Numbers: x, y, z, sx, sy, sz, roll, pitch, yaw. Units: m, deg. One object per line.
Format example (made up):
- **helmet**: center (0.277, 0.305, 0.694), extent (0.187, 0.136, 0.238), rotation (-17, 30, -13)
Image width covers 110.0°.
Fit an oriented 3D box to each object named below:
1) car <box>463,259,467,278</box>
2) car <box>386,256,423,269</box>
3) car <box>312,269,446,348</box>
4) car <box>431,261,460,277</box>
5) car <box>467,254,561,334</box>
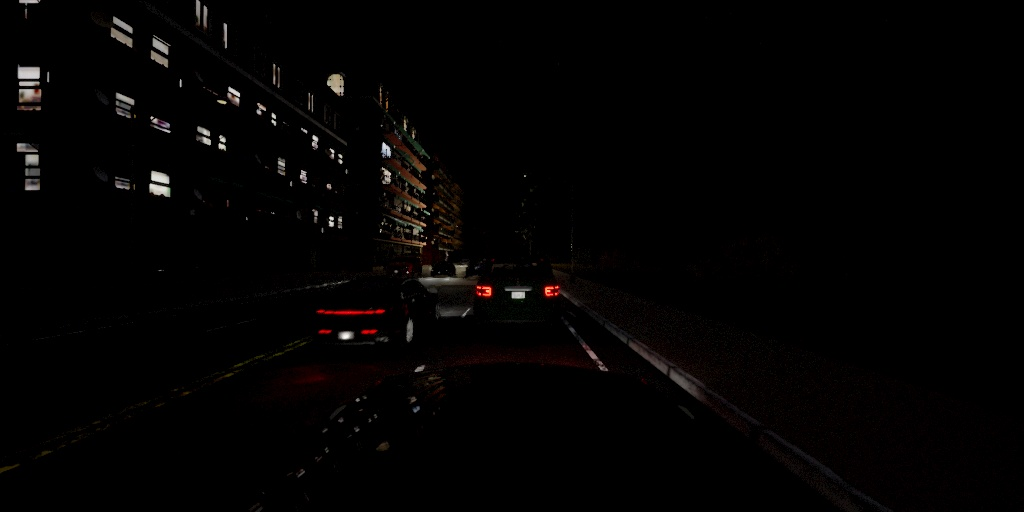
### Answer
- **car**: center (-3.140, 1.106, 34.254), extent (2.097, 1.767, 4.553), rotation (0, 0, 0)
- **car**: center (-9.842, 0.975, 33.197), extent (2.150, 2.045, 5.566), rotation (0, 0, 0)
- **car**: center (-3.152, 1.256, 9.232), extent (1.837, 1.490, 4.892), rotation (0, 0, 0)
- **car**: center (-6.592, 1.259, 34.797), extent (1.837, 1.490, 4.892), rotation (0, 0, 0)
- **car**: center (0.104, 0.973, 10.742), extent (2.150, 2.045, 5.566), rotation (0, 0, -1)
